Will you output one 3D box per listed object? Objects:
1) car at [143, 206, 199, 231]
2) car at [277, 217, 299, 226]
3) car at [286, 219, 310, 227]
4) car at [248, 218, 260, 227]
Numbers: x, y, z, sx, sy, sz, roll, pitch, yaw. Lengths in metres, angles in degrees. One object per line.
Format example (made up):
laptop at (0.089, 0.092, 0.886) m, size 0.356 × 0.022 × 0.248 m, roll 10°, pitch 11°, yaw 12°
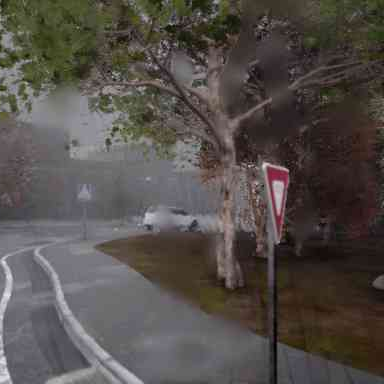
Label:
car at (-1.705, 2.314, 28.516) m, size 2.150 × 2.045 × 5.566 m, roll -1°, pitch -5°, yaw 37°
car at (16.025, 4.853, 55.369) m, size 1.994 × 1.385 × 4.181 m, roll -1°, pitch -3°, yaw 39°
car at (16.482, 4.637, 50.832) m, size 1.812 × 1.442 × 4.674 m, roll -1°, pitch -3°, yaw 40°
car at (9.670, 4.280, 47.561) m, size 1.837 × 1.490 × 4.892 m, roll -1°, pitch -4°, yaw 40°
